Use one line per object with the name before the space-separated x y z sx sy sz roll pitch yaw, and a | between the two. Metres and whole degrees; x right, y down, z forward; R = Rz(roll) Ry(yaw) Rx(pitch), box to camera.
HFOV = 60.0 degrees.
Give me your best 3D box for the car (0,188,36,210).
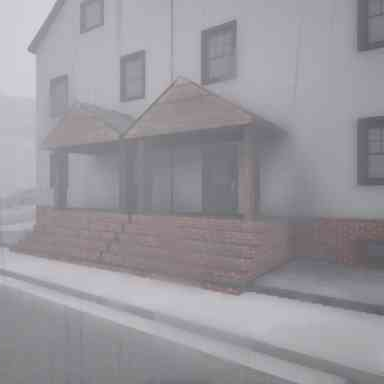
car | -14.524 0.491 28.985 1.837 1.490 4.892 0 9 35
